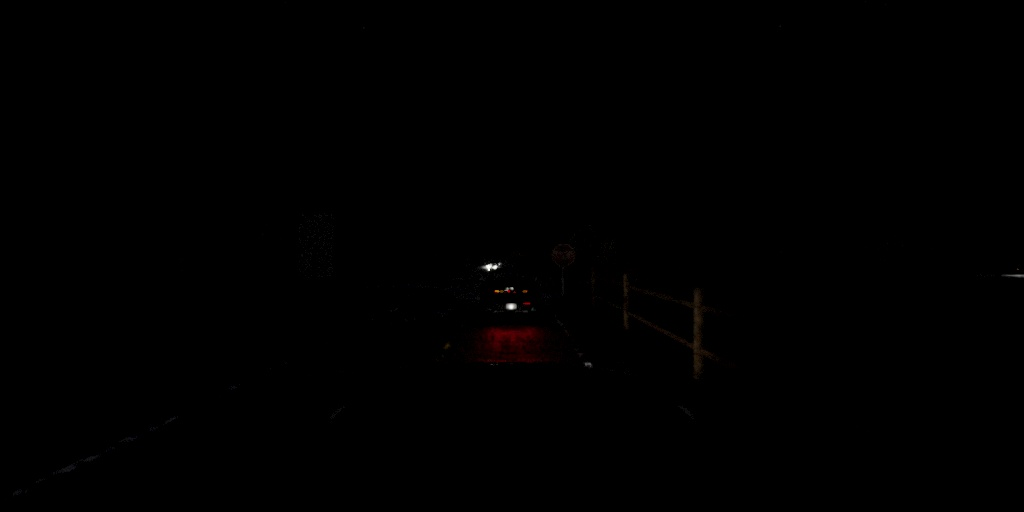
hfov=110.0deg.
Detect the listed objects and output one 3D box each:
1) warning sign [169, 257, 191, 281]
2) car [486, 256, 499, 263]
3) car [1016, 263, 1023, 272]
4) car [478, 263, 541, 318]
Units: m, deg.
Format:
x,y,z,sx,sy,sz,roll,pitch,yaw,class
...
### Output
x,y,z,sx,sy,sz,roll,pitch,yaw,class
-25.827,0.974,27.965,1.060,1.860,1.300,0,0,-1,warning sign
-3.086,0.739,57.319,2.128,1.511,4.902,0,0,-1,car
40.149,0.694,26.366,4.181,1.385,1.994,-1,-1,0,car
-0.113,1.150,12.512,1.837,1.490,4.892,0,0,-2,car
